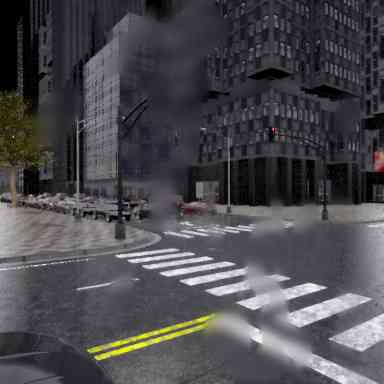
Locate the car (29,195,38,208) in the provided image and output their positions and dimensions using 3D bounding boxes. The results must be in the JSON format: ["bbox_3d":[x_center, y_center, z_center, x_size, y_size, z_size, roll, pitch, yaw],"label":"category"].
[{"bbox_3d":[-19.728,1.462,43.867,1.802,1.307,4.206,0,0,-37],"label":"car"}]

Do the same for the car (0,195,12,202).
[{"bbox_3d":[-39.883,1.384,71.047,1.947,1.339,4.313,0,0,-37],"label":"car"}]

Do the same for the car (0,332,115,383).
[{"bbox_3d":[-2.709,1.505,1.489,4.892,1.490,1.837,0,0,-37],"label":"car"}]

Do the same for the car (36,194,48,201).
[{"bbox_3d":[-36.489,1.292,80.782,1.752,1.417,4.829,0,0,-37],"label":"car"}]

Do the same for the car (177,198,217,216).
[{"bbox_3d":[0.558,1.486,30.824,1.802,1.307,4.206,0,0,-37],"label":"car"}]

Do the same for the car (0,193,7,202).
[{"bbox_3d":[-36.524,1.142,66.516,2.192,1.841,5.009,0,0,-37],"label":"car"}]

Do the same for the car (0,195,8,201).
[{"bbox_3d":[-43.241,1.392,75.576,1.802,1.307,4.206,0,0,-37],"label":"car"}]

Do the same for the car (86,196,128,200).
[{"bbox_3d":[-8.622,1.398,33.518,2.128,1.511,4.902,0,0,-37],"label":"car"}]

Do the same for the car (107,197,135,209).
[{"bbox_3d":[-9.518,1.417,44.411,1.947,1.339,4.313,0,0,-37],"label":"car"}]

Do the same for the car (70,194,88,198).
[{"bbox_3d":[-14.754,1.382,41.806,1.837,1.490,4.892,0,0,-37],"label":"car"}]

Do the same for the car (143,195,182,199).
[{"bbox_3d":[-2.801,1.199,35.353,2.192,1.841,5.009,0,0,-37],"label":"car"}]

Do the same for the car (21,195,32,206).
[{"bbox_3d":[-22.985,1.393,48.260,1.752,1.417,4.829,0,0,-37],"label":"car"}]

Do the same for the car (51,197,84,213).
[{"bbox_3d":[-13.009,1.493,34.808,1.802,1.307,4.206,0,0,-37],"label":"car"}]

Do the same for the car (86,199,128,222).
[{"bbox_3d":[-6.291,1.514,25.748,1.947,1.339,4.313,0,0,-37],"label":"car"}]

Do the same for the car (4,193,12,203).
[{"bbox_3d":[-33.165,1.382,61.986,1.887,1.381,4.507,0,0,-37],"label":"car"}]

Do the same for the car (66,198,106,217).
[{"bbox_3d":[-9.650,1.494,30.278,1.947,1.339,4.313,0,0,-37],"label":"car"}]

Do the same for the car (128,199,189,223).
[{"bbox_3d":[-2.712,1.489,25.603,2.033,1.411,5.357,0,0,-34],"label":"car"}]

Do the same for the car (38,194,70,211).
[{"bbox_3d":[-16.368,1.334,39.336,1.967,1.590,4.097,0,0,-37],"label":"car"}]

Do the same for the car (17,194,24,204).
[{"bbox_3d":[-26.447,1.422,52.927,1.947,1.339,4.313,0,0,-37],"label":"car"}]
